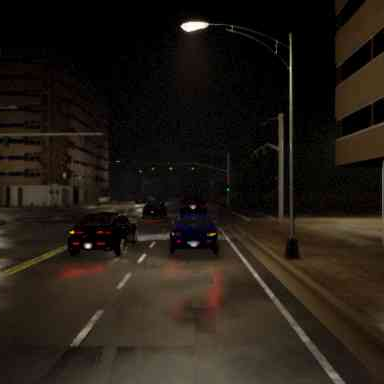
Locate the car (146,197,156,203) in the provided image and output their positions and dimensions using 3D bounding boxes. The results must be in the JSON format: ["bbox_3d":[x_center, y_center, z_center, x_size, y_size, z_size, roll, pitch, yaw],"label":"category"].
[{"bbox_3d":[-10.383,1.904,84.726,1.812,1.442,4.674,0,0,0],"label":"car"}]

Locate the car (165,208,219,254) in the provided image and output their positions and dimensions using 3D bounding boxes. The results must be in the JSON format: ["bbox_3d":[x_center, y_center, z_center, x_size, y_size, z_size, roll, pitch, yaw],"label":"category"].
[{"bbox_3d":[0.079,1.588,13.584,1.812,1.442,4.674,0,0,0],"label":"car"}]

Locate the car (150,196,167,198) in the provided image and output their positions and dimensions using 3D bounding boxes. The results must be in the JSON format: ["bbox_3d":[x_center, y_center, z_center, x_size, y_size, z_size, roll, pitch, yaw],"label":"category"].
[{"bbox_3d":[-6.905,1.817,69.102,1.837,1.490,4.892,0,0,0],"label":"car"}]

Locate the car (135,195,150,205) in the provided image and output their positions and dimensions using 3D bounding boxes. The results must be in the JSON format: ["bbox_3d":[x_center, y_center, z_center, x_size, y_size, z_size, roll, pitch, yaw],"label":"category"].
[{"bbox_3d":[-10.405,1.542,69.090,2.150,2.045,5.566,0,0,0],"label":"car"}]

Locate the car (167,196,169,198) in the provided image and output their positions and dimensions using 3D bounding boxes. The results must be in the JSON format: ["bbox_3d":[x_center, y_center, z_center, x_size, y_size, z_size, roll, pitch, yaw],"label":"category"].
[{"bbox_3d":[-6.883,1.735,84.747,2.097,1.767,4.553,0,0,0],"label":"car"}]

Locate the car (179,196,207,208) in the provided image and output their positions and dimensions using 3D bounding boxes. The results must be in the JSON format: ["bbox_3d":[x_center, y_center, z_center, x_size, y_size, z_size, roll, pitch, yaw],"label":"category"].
[{"bbox_3d":[0.105,1.310,28.422,2.150,2.045,5.566,0,0,0],"label":"car"}]

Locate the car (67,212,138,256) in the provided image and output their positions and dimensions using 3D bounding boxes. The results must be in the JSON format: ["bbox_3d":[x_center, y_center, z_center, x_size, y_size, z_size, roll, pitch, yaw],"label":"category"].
[{"bbox_3d":[-3.421,1.565,13.431,1.837,1.490,4.892,0,-1,0],"label":"car"}]

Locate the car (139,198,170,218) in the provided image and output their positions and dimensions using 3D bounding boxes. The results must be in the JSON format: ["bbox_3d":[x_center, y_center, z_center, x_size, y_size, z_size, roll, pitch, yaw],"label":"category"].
[{"bbox_3d":[-3.379,1.581,31.001,1.882,1.535,5.008,0,0,0],"label":"car"}]
